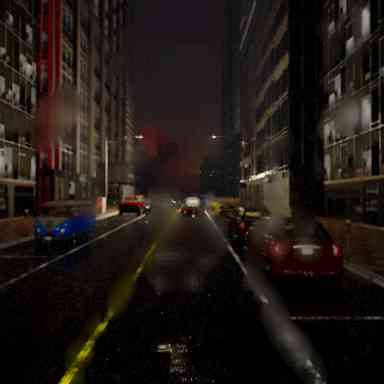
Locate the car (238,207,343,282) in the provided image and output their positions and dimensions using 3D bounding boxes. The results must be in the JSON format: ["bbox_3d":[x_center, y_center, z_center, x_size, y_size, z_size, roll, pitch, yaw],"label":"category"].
[{"bbox_3d":[2.711,1.419,9.760,1.967,1.590,4.097,1,0,0],"label":"car"}]

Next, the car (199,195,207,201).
[{"bbox_3d":[2.748,1.417,82.265,1.802,1.307,4.206,1,0,0],"label":"car"}]

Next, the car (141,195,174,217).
[{"bbox_3d":[-3.079,1.287,30.811,2.097,1.767,4.553,0,0,0],"label":"car"}]

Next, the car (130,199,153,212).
[{"bbox_3d":[-5.623,1.487,37.534,1.947,1.339,4.313,1,0,0],"label":"car"}]

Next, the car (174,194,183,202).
[{"bbox_3d":[-2.961,1.172,73.032,2.097,1.767,4.553,0,0,0],"label":"car"}]

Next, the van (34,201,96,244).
[{"bbox_3d":[-5.673,1.308,15.234,1.690,1.788,3.998,1,0,0],"label":"van"}]

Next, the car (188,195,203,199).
[{"bbox_3d":[0.123,1.433,44.715,1.812,1.442,4.674,0,0,0],"label":"car"}]

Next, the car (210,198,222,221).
[{"bbox_3d":[2.719,1.469,26.662,1.752,1.417,4.829,1,0,0],"label":"car"}]

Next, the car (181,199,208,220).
[{"bbox_3d":[0.114,1.542,27.548,1.895,1.301,4.718,0,0,0],"label":"car"}]

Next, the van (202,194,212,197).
[{"bbox_3d":[2.737,1.230,54.378,1.690,1.788,3.998,1,0,0],"label":"van"}]

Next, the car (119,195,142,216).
[{"bbox_3d":[-5.622,1.248,31.959,2.192,1.841,5.009,1,0,0],"label":"car"}]

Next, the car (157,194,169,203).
[{"bbox_3d":[-5.606,1.307,65.411,1.967,1.590,4.097,1,0,0],"label":"car"}]

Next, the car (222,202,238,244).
[{"bbox_3d":[2.714,1.407,15.337,1.967,1.590,4.097,1,0,0],"label":"car"}]

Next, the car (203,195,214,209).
[{"bbox_3d":[2.728,1.435,43.394,1.752,1.417,4.829,1,0,0],"label":"car"}]
